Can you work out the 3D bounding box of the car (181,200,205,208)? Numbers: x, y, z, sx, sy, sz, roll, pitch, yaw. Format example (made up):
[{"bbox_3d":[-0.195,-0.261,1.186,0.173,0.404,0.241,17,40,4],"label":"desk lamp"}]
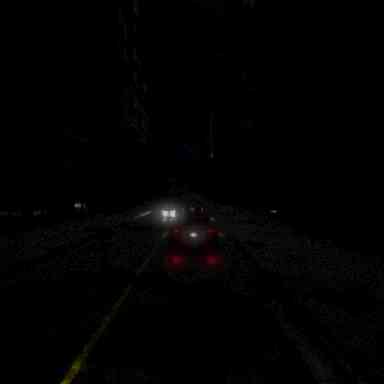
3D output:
[{"bbox_3d":[0.067,1.506,29.380,2.097,1.767,4.553,0,0,0],"label":"car"}]

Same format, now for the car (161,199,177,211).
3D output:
[{"bbox_3d":[-3.073,1.725,45.671,2.128,1.511,4.902,0,0,0],"label":"car"}]

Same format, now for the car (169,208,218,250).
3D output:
[{"bbox_3d":[0.070,1.640,14.845,1.994,1.385,4.181,0,0,0],"label":"car"}]
